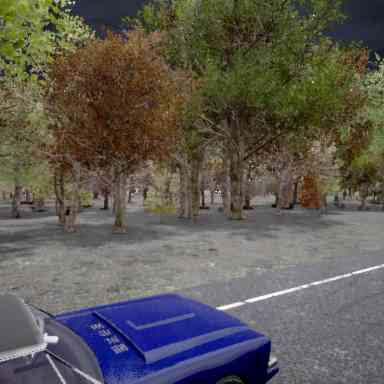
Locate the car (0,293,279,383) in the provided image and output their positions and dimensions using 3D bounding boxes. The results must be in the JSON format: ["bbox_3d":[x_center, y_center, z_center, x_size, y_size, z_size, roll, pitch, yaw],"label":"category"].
[{"bbox_3d":[-1.483,1.601,2.688,4.718,1.301,1.895,0,0,-35],"label":"car"}]
